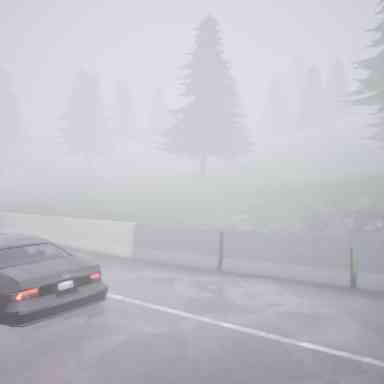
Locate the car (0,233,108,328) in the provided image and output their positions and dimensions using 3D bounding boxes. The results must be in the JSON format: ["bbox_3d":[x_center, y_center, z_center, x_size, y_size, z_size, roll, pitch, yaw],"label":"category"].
[{"bbox_3d":[-4.070,1.606,7.000,5.357,1.411,2.033,-1,0,37],"label":"car"}]
